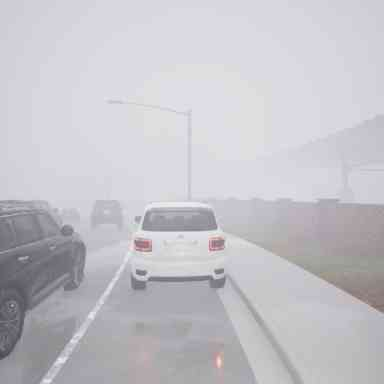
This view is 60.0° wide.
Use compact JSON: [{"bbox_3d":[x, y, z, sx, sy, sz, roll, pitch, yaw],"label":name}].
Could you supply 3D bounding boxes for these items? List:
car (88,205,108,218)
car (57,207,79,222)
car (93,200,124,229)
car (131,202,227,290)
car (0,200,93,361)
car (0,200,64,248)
[{"bbox_3d":[-11.900,2.428,41.871,1.812,1.442,4.674,0,-2,-22],"label":"car"},{"bbox_3d":[-12.749,2.268,34.486,1.994,1.385,4.181,0,-2,-19],"label":"car"},{"bbox_3d":[-6.365,1.626,25.079,2.150,2.045,5.566,0,-2,-13],"label":"car"},{"bbox_3d":[-0.451,1.278,9.412,2.150,2.045,5.566,0,-1,-5],"label":"car"},{"bbox_3d":[-3.628,1.247,6.014,2.150,2.045,5.566,0,0,-3],"label":"car"},{"bbox_3d":[-8.330,1.420,17.065,2.150,2.045,5.566,0,-1,-9],"label":"car"}]
